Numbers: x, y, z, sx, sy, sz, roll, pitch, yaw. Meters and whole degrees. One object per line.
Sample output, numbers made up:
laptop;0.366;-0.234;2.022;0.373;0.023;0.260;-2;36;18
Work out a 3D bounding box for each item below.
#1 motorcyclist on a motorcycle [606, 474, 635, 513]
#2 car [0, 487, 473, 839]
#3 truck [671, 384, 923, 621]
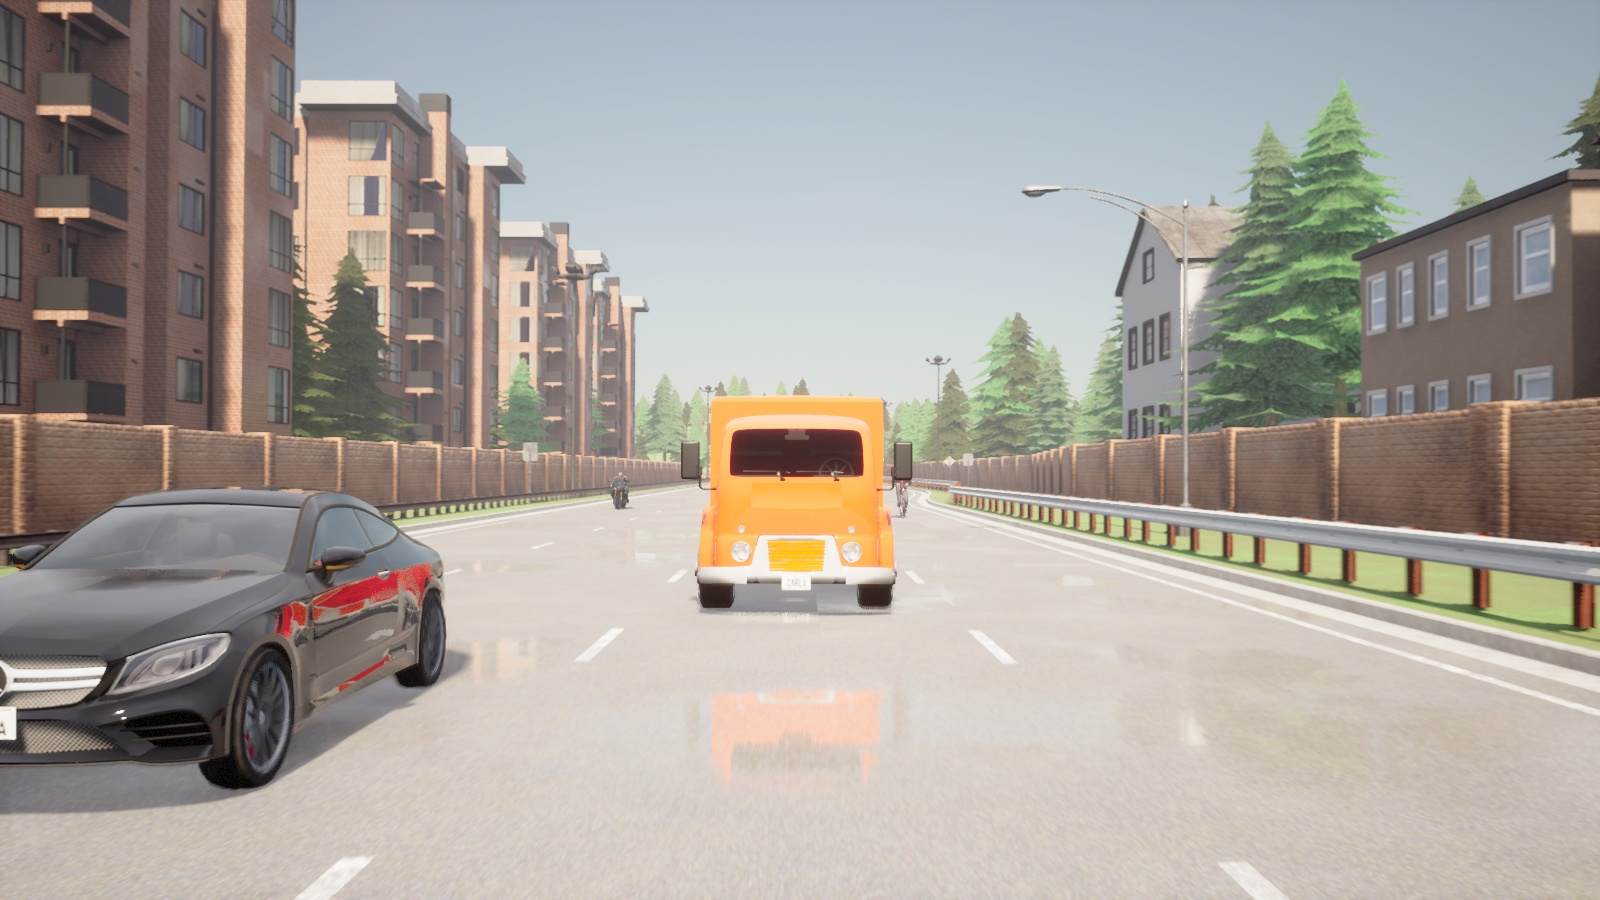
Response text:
motorcyclist on a motorcycle;-7.121;1.713;49.964;0.866;1.530;2.191;0;-1;0
car;-3.513;0.983;7.718;1.812;1.442;4.674;0;-1;0
truck;-0.040;0.591;15.715;2.627;2.467;5.204;0;-1;0
